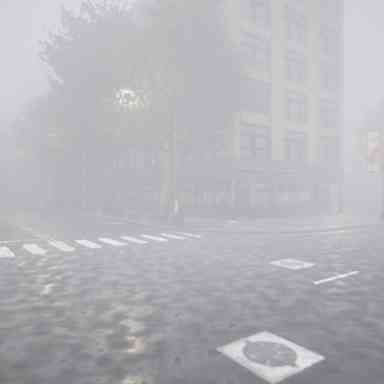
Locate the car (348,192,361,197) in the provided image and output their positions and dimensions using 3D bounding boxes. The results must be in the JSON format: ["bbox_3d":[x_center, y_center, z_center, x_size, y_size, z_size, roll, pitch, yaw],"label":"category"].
[{"bbox_3d":[39.927,1.316,84.591,2.002,1.452,4.674,0,0,-36],"label":"car"}]
